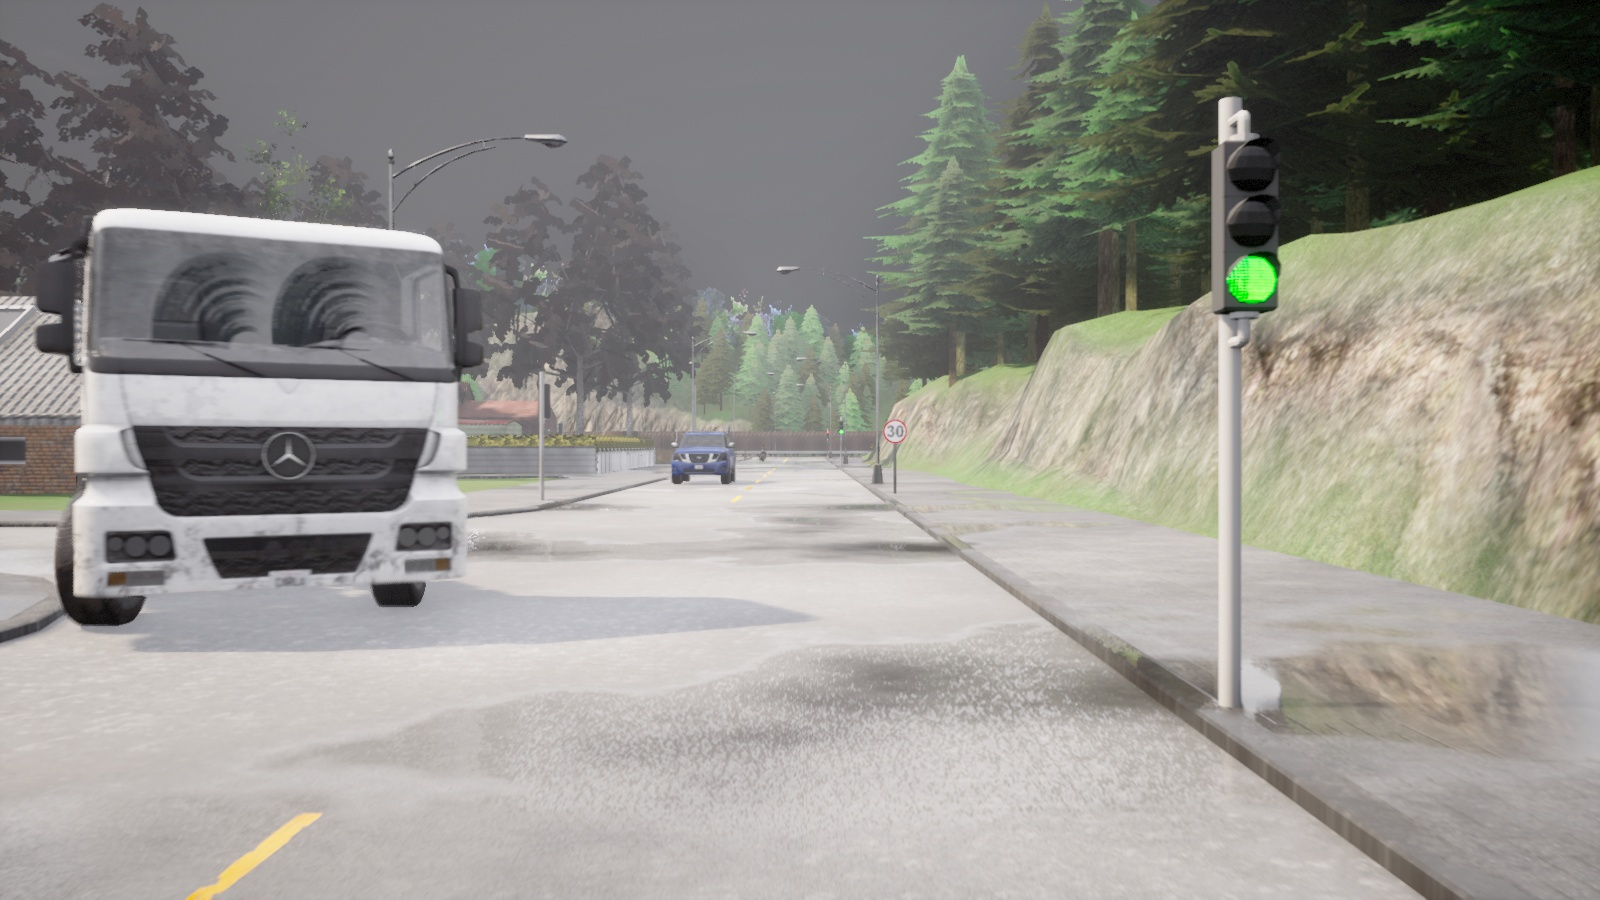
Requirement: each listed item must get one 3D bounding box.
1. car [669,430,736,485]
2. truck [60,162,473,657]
[{"bbox_3d":[-3.714,0.262,48.900,2.150,2.045,5.566,0,0,0],"label":"car"},{"bbox_3d":[-5.887,-0.292,12.941,2.891,3.462,7.936,0,0,-30],"label":"truck"}]
